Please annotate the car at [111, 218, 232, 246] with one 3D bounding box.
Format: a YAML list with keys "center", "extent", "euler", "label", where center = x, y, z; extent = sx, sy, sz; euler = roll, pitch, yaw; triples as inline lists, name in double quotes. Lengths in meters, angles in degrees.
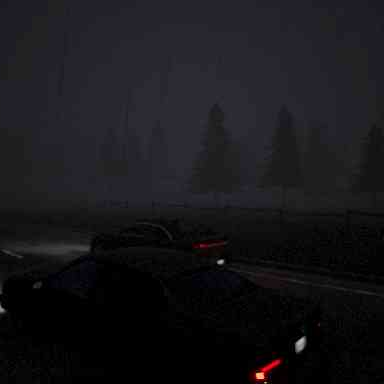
- center: [-1.097, 1.519, 9.780]
  extent: [4.902, 1.511, 2.128]
  euler: [0, 0, 41]
  label: "car"

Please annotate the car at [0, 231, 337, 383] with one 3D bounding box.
- center: [-0.857, 1.561, 4.891]
  extent: [5.357, 1.411, 2.033]
  euler: [0, 0, 39]
  label: "car"
